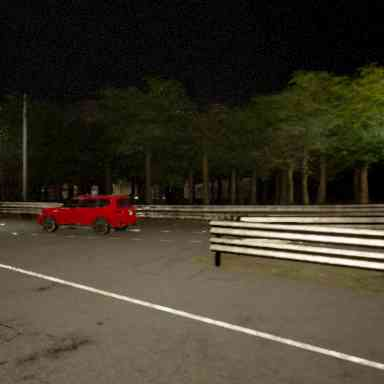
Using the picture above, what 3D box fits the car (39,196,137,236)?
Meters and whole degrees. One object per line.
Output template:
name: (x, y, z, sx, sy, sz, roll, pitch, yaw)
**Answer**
car: (-5.828, 1.225, 18.678, 5.566, 2.045, 2.150, 0, 0, 18)
